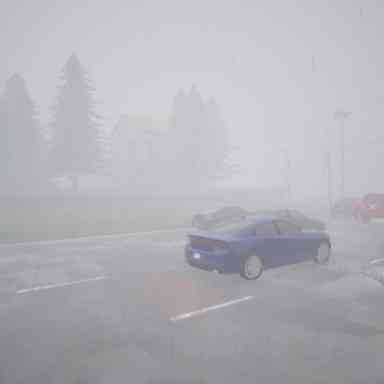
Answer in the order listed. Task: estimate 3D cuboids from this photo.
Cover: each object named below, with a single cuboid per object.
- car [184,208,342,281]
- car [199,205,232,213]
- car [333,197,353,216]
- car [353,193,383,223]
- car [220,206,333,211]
[{"bbox_3d":[2.117,1.440,9.838,5.008,1.535,1.882,-1,0,-36],"label":"car"},{"bbox_3d":[2.070,1.467,18.526,4.674,1.442,1.812,0,0,-37],"label":"car"},{"bbox_3d":[13.367,1.196,27.047,4.553,1.767,2.097,0,0,-37],"label":"car"},{"bbox_3d":[13.730,1.074,22.936,5.566,2.045,2.150,-1,0,-37],"label":"car"},{"bbox_3d":[4.101,1.481,15.641,5.357,1.411,2.033,0,0,-37],"label":"car"}]
